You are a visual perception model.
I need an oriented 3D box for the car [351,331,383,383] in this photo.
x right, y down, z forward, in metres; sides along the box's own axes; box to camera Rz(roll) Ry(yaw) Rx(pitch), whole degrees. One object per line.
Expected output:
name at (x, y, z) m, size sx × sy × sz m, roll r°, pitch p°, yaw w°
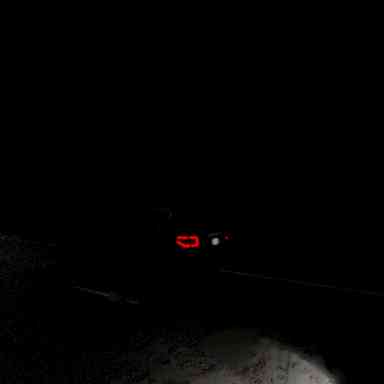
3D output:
car at (3.148, 1.552, 1.935) m, size 4.181 × 1.385 × 1.994 m, roll -1°, pitch 0°, yaw 34°

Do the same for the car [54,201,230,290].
car at (-1.601, 1.294, 9.511) m, size 5.566 × 2.045 × 2.150 m, roll -1°, pitch 0°, yaw 36°
